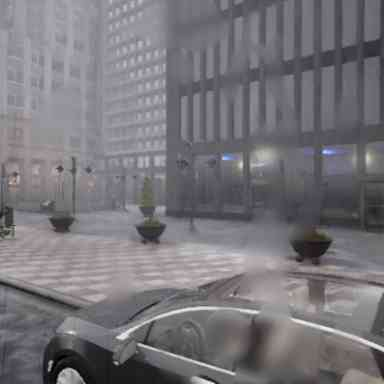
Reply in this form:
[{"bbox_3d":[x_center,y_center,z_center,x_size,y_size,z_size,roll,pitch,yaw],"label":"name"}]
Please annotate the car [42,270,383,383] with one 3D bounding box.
[{"bbox_3d":[0.643,1.478,2.902,4.892,1.521,2.231,0,0,36],"label":"car"}]
